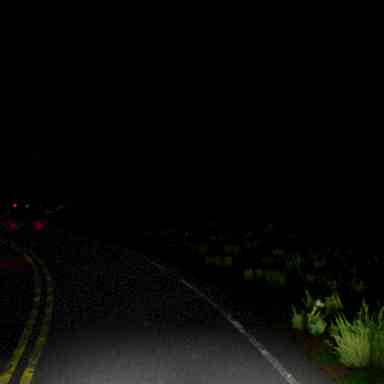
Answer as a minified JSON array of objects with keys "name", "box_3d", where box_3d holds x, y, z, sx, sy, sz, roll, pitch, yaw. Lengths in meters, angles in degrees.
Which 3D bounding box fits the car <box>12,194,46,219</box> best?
[{"name":"car","box_3d":[-12.491,1.008,25.667,2.097,1.767,4.553,0,1,-22]}]
